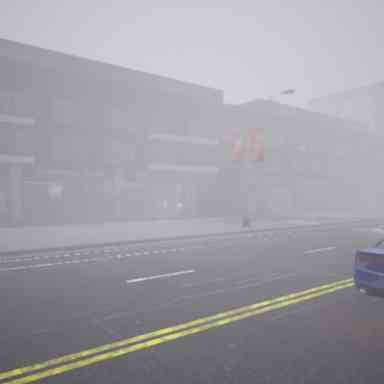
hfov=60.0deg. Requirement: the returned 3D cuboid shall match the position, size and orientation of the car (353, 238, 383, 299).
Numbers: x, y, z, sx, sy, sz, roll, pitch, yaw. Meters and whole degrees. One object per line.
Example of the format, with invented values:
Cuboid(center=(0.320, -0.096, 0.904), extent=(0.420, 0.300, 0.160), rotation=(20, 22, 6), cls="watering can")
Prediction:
Cuboid(center=(5.626, 1.512, 7.457), extent=(5.008, 1.535, 1.882), rotation=(0, 0, -36), cls="car")
